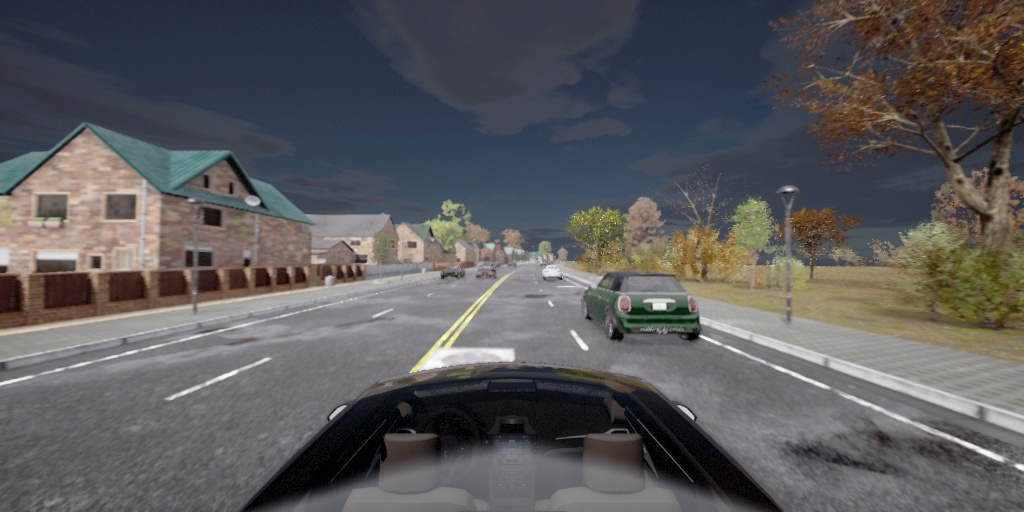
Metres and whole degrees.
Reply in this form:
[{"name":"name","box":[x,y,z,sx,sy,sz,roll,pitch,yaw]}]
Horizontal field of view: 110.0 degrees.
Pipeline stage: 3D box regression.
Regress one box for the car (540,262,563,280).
[{"name":"car","box":[4.059,1.654,36.874,1.812,1.442,4.674,0,0,2]}]

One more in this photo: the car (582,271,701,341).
[{"name":"car","box":[3.409,1.197,10.358,2.097,1.767,4.553,0,-1,1]}]

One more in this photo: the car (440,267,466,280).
[{"name":"car","box":[-5.913,1.723,36.383,1.895,1.301,4.718,0,-1,2]}]

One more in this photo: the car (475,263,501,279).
[{"name":"car","box":[-2.603,1.700,37.601,1.994,1.385,4.181,0,-1,2]}]
